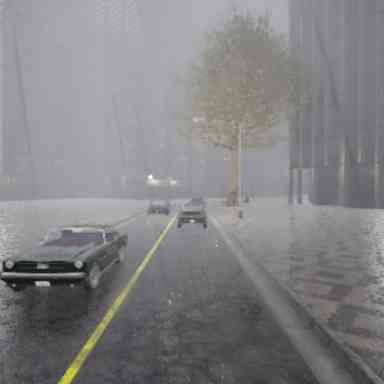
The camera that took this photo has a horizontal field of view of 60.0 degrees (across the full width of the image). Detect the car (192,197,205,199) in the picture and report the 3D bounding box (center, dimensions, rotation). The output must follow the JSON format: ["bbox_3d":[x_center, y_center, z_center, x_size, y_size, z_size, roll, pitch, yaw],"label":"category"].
[{"bbox_3d":[0.861,1.360,41.392,1.837,1.490,4.892,0,1,8],"label":"car"}]

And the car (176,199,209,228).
[{"bbox_3d":[0.034,1.458,22.014,1.837,1.490,4.892,0,1,1],"label":"car"}]

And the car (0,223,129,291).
[{"bbox_3d":[-3.082,1.590,9.078,1.895,1.301,4.718,0,0,0],"label":"car"}]

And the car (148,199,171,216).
[{"bbox_3d":[-3.029,1.386,31.672,1.882,1.535,5.008,0,0,1],"label":"car"}]
